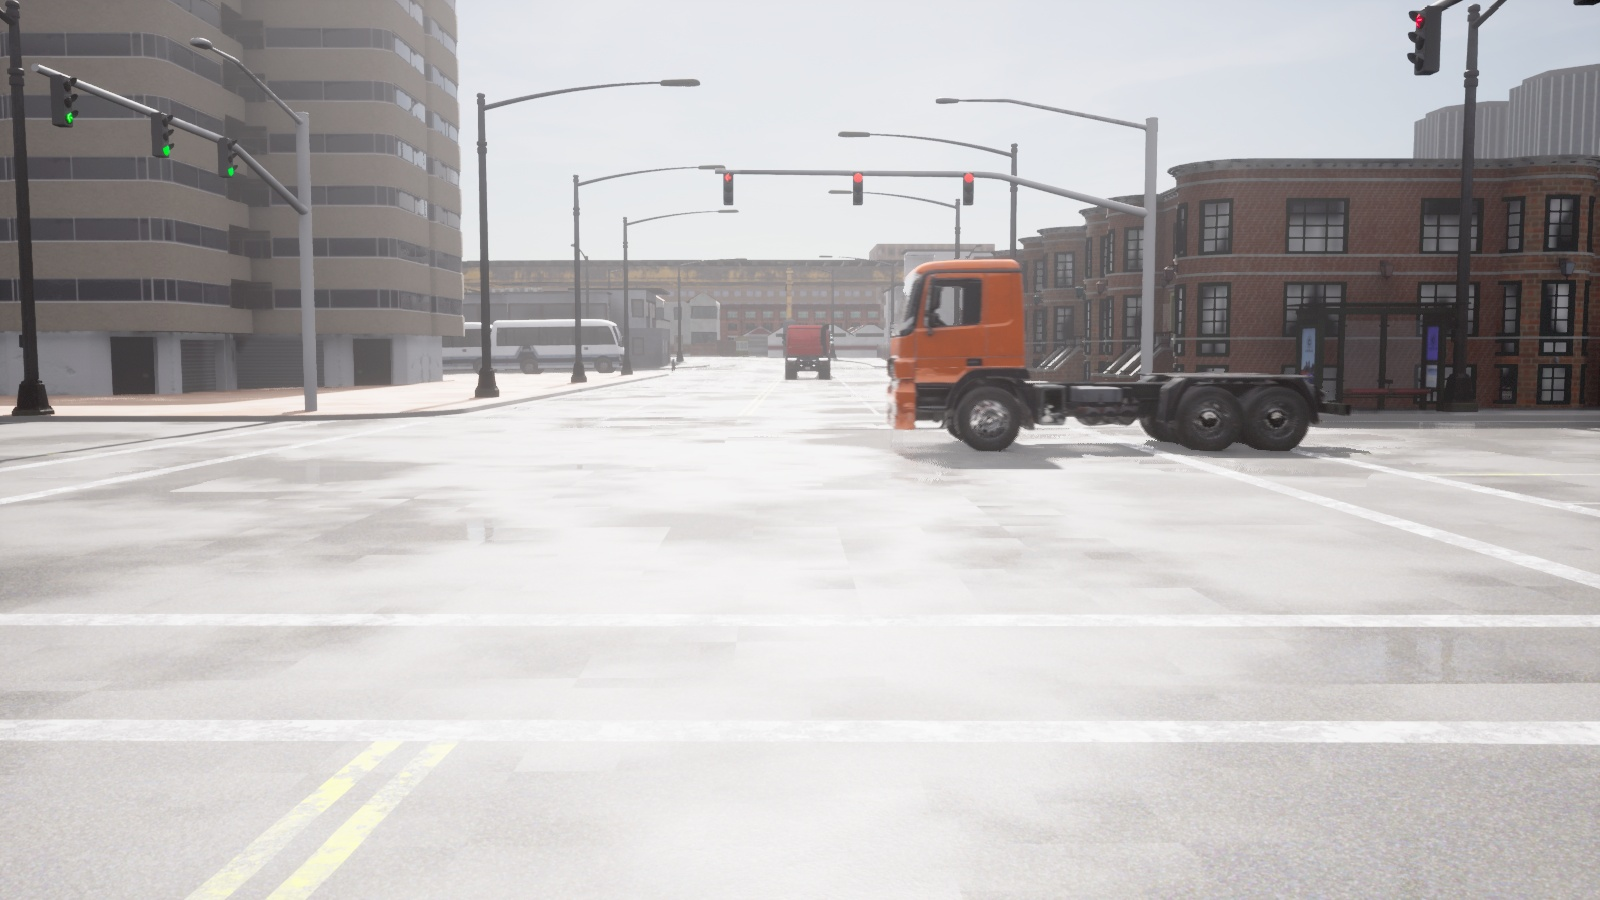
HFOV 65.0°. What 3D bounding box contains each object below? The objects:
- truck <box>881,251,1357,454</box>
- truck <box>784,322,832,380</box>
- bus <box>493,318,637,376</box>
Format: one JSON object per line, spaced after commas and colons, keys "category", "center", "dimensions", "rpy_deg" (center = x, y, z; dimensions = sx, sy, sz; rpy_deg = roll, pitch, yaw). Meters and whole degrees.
{"category": "truck", "center": [5.542, -1.781, 23.028], "dimensions": [7.936, 3.462, 2.891], "rpy_deg": [0, 5, 1]}
{"category": "truck", "center": [0.494, -6.275, 79.489], "dimensions": [2.891, 3.462, 7.936], "rpy_deg": [0, 5, 0]}
{"category": "bus", "center": [-17.936, -7.935, 96.678], "dimensions": [10.273, 4.253, 3.944], "rpy_deg": [-1, 5, -1]}
